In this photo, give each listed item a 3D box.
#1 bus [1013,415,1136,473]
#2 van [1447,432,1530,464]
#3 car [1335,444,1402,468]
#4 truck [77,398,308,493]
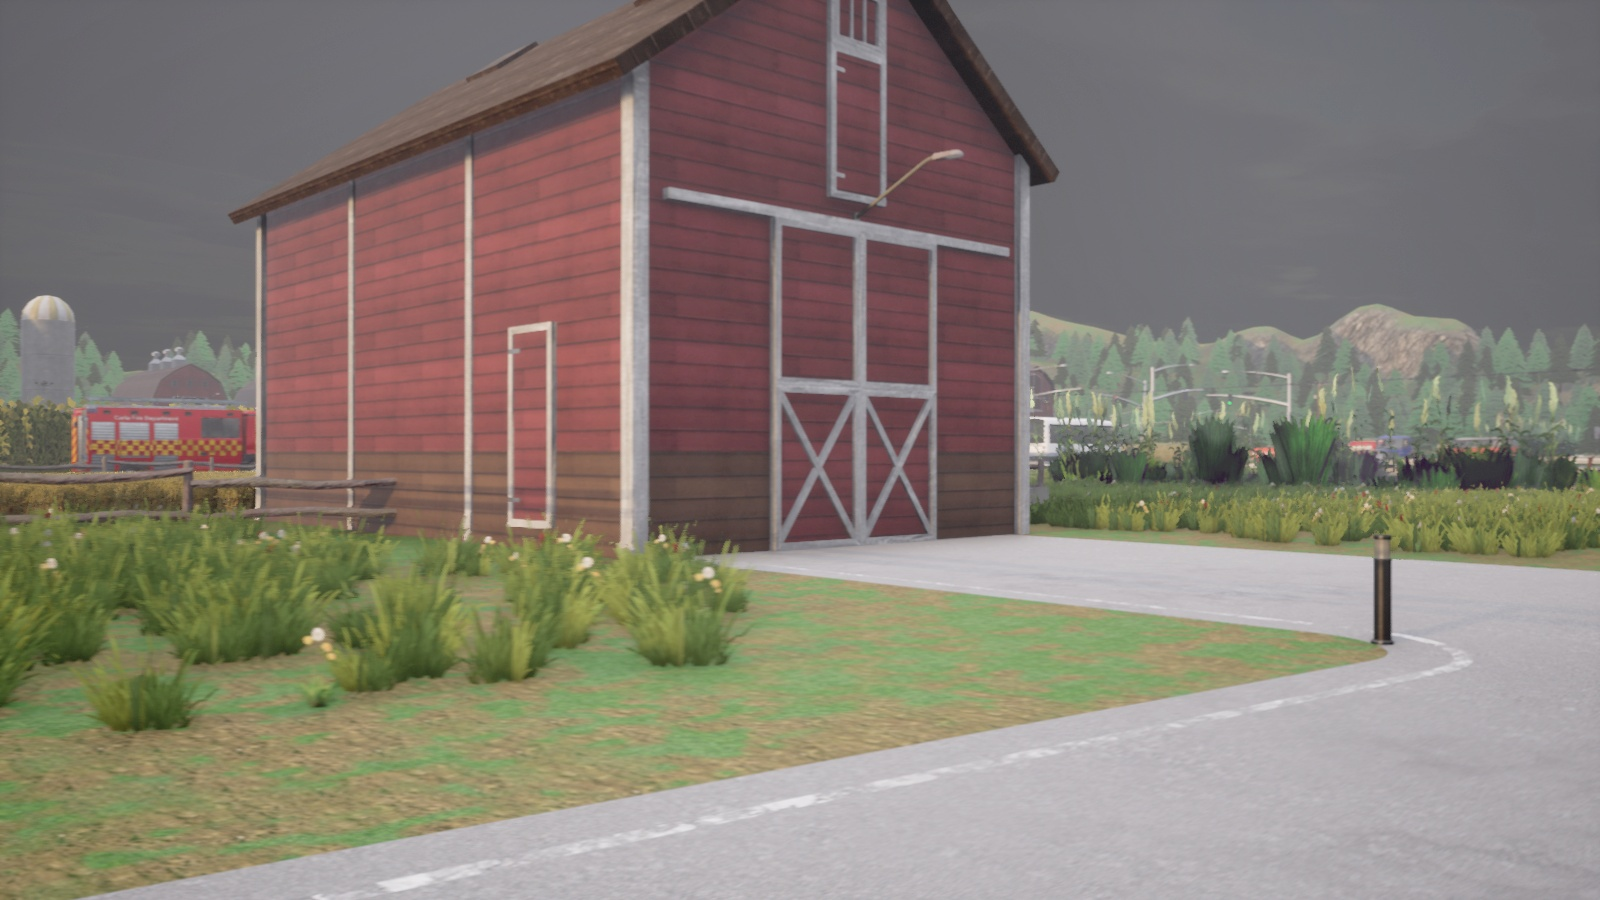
[{"bbox_3d":[21.278,-0.459,96.796,10.273,4.253,3.944,0,0,-41],"label":"bus"},{"bbox_3d":[45.671,-0.106,83.397,1.775,1.987,4.442,0,-1,-35],"label":"van"},{"bbox_3d":[40.767,0.441,90.134,1.970,1.475,3.806,0,-3,-36],"label":"car"},{"bbox_3d":[-25.996,-0.181,54.080,8.468,3.827,2.891,0,0,-42],"label":"truck"}]
